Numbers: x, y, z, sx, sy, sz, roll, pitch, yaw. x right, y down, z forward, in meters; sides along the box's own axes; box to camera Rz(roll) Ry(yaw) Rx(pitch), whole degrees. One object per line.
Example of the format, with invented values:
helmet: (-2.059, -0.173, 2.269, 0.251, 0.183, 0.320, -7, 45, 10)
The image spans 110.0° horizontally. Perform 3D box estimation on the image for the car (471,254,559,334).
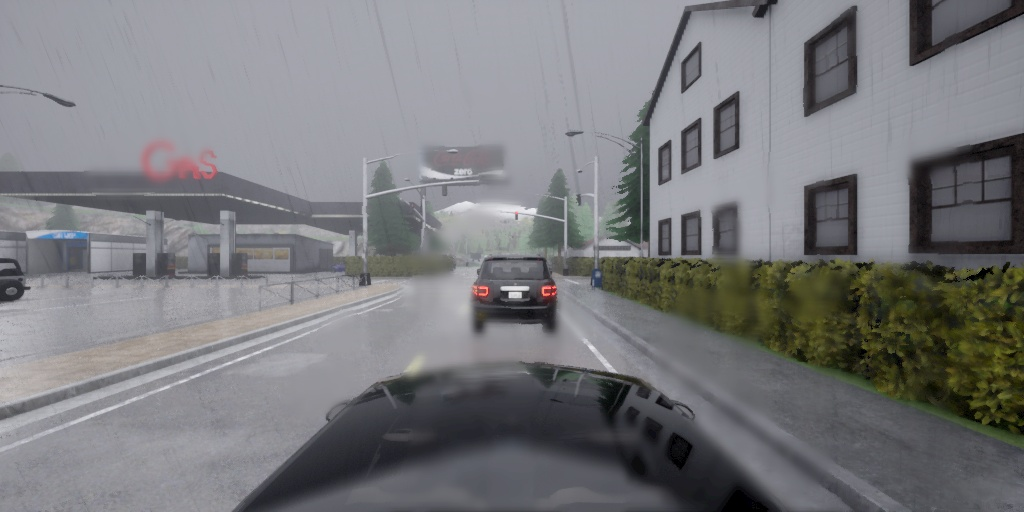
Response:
car: (0.081, 0.971, 10.746, 2.150, 2.045, 5.566, 0, 0, 0)
